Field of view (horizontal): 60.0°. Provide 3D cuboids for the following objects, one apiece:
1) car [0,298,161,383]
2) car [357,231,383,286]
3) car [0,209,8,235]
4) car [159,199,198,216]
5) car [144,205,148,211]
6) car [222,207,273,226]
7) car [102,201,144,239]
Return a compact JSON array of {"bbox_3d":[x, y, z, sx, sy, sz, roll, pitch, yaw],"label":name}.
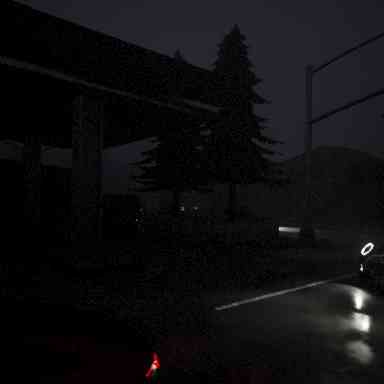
[{"bbox_3d":[-2.257,1.613,2.393,4.181,1.385,1.994,1,-1,-36],"label":"car"},{"bbox_3d":[6.291,1.422,8.570,4.553,1.767,2.097,1,0,-35],"label":"car"},{"bbox_3d":[-11.670,1.520,18.466,2.242,1.667,4.611,1,0,-36],"label":"car"},{"bbox_3d":[-1.338,1.537,32.653,2.097,1.767,4.553,1,0,-36],"label":"car"},{"bbox_3d":[-7.486,1.661,41.318,2.033,1.411,5.357,1,0,-35],"label":"car"},{"bbox_3d":[4.081,1.812,25.013,1.994,1.385,4.181,1,0,-35],"label":"car"},{"bbox_3d":[-4.539,1.444,18.283,1.905,1.878,3.866,1,0,-36],"label":"car"}]
